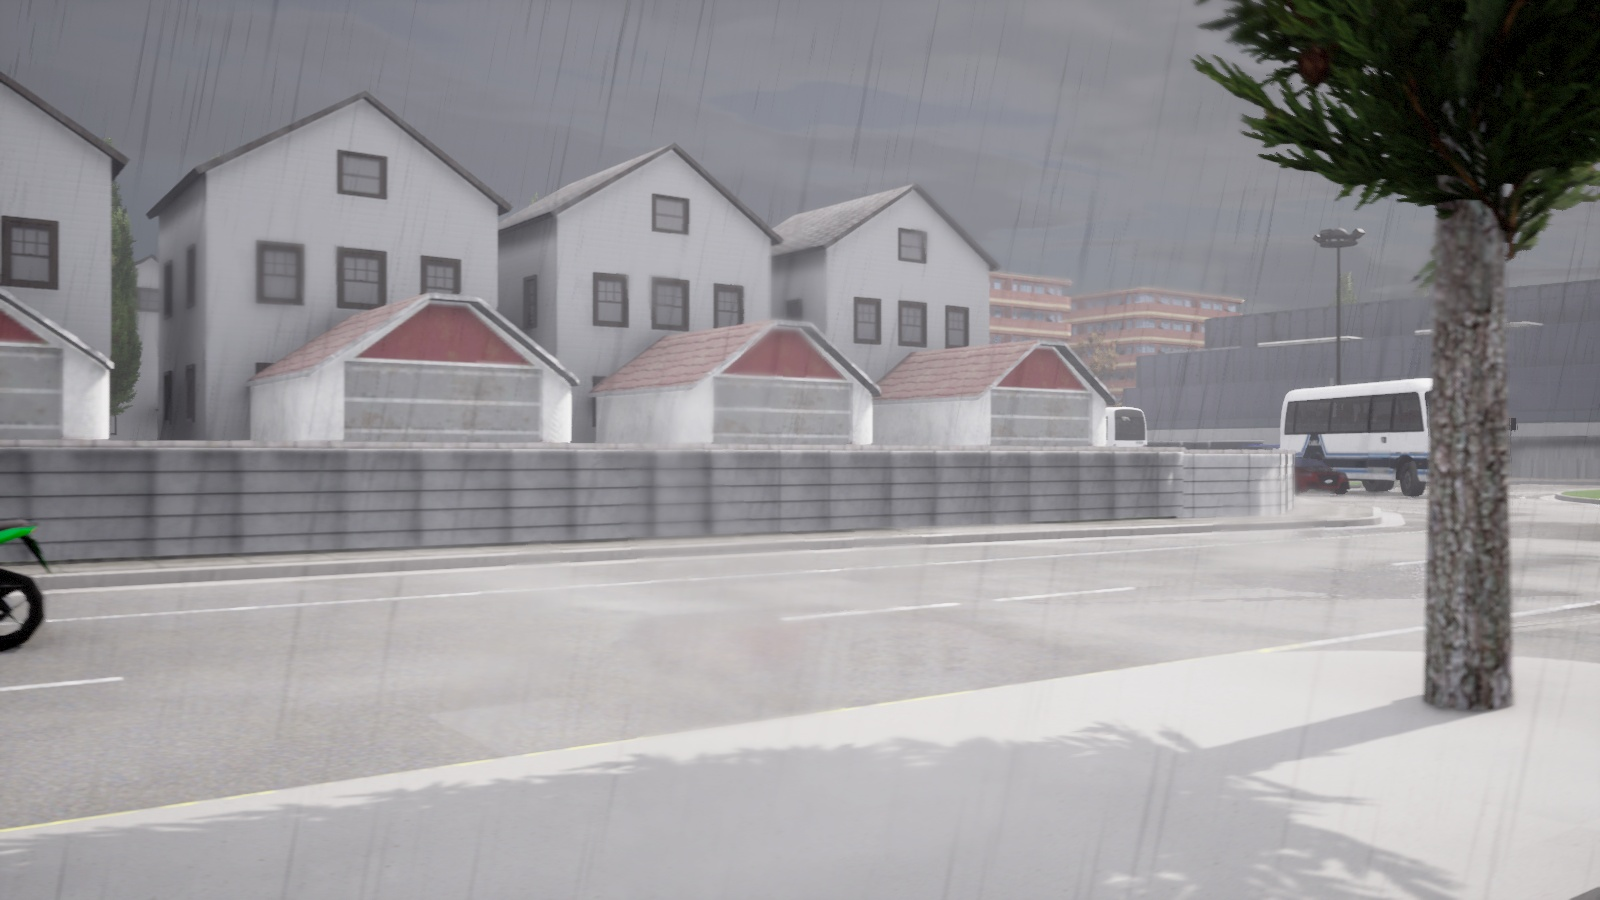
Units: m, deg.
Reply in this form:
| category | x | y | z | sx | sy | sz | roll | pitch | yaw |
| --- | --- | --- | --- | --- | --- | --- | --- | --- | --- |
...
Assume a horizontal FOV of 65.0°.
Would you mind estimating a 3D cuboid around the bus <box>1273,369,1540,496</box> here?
| category | x | y | z | sx | sy | sz | roll | pitch | yaw |
| --- | --- | --- | --- | --- | --- | --- | --- | --- | --- |
| bus | 22.412 | -0.563 | 47.423 | 3.944 | 4.253 | 10.273 | 0 | 0 | -9 |

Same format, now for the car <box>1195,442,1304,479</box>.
| category | x | y | z | sx | sy | sz | roll | pitch | yaw |
| --- | --- | --- | --- | --- | --- | --- | --- | --- | --- |
| car | 25.563 | 0.585 | 71.584 | 2.150 | 2.045 | 5.566 | 0 | 0 | -39 |

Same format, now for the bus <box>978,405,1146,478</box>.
| category | x | y | z | sx | sy | sz | roll | pitch | yaw |
| --- | --- | --- | --- | --- | --- | --- | --- | --- | --- |
| bus | 16.163 | -0.474 | 78.393 | 3.944 | 4.253 | 10.273 | 0 | 0 | -36 |

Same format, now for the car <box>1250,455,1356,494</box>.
| category | x | y | z | sx | sy | sz | roll | pitch | yaw |
| --- | --- | --- | --- | --- | --- | --- | --- | --- | --- |
| car | 18.824 | 0.885 | 47.197 | 1.994 | 1.385 | 4.181 | 0 | 0 | -6 |

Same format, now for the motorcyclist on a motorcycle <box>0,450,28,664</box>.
| category | x | y | z | sx | sy | sz | roll | pitch | yaw |
| --- | --- | --- | --- | --- | --- | --- | --- | --- | --- |
| motorcyclist on a motorcycle | -6.627 | 0.762 | 8.793 | 2.044 | 1.523 | 0.797 | 0 | 0 | -35 |
